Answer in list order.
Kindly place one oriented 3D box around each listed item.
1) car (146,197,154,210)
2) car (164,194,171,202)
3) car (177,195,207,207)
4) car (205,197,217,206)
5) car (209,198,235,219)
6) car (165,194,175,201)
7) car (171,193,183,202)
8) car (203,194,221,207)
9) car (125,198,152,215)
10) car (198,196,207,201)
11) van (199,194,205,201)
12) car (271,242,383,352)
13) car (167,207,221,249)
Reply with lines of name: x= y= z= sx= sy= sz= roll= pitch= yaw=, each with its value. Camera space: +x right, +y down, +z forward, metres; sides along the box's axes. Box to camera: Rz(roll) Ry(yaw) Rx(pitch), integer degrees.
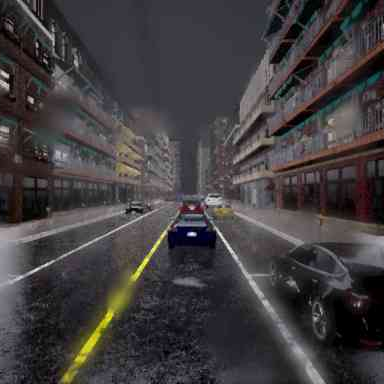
car: x=-5.683 y=1.466 z=40.153 sx=1.967 sy=1.590 sz=4.097 roll=0 pitch=0 yaw=0
car: x=-5.685 y=1.648 z=79.807 sx=1.887 sy=1.381 sz=4.507 roll=0 pitch=0 yaw=0
car: x=0.000 y=1.381 z=29.621 sx=2.097 sy=1.767 sz=4.553 roll=0 pitch=0 yaw=0
car: x=3.148 y=1.577 z=55.530 sx=1.812 sy=1.442 sz=4.674 roll=0 pitch=0 yaw=0
car: x=2.696 y=1.539 z=28.996 sx=1.752 sy=1.417 sz=4.829 roll=0 pitch=0 yaw=0
car: x=-5.684 y=1.433 z=85.473 sx=2.192 sy=1.841 sz=5.009 roll=0 pitch=0 yaw=0
car: x=-3.000 y=1.313 z=76.717 sx=2.150 sy=2.045 sz=5.566 roll=0 pitch=0 yaw=0
car: x=3.106 y=1.267 z=48.560 sx=2.150 sy=2.045 sz=5.566 roll=0 pitch=0 yaw=0
car: x=-5.684 y=1.585 z=34.491 sx=1.947 sy=1.339 sz=4.313 roll=0 pitch=0 yaw=0
car: x=2.695 y=1.669 z=85.471 sx=2.008 sy=1.369 sz=4.403 roll=0 pitch=0 yaw=0
van: x=2.695 y=1.476 z=91.134 sx=1.690 sy=1.788 sz=3.998 roll=0 pitch=0 yaw=0
car: x=2.743 y=1.566 z=6.170 sx=1.947 sy=1.339 sz=4.313 roll=0 pitch=0 yaw=0
car: x=0.000 y=1.577 z=14.650 sx=1.994 sy=1.385 sz=4.181 roll=0 pitch=0 yaw=0
